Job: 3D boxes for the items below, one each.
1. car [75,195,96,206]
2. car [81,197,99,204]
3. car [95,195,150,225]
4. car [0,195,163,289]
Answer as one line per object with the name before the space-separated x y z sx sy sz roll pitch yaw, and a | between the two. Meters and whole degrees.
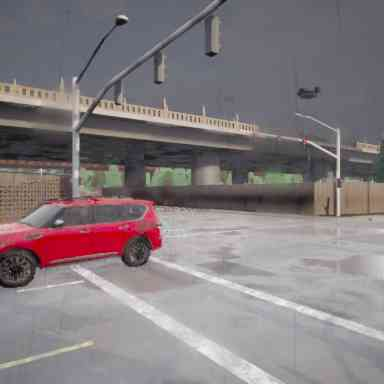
car | -17.957 1.406 55.783 2.097 1.767 4.553 0 0 -36
car | -19.747 1.619 64.291 1.994 1.385 4.181 0 0 -36
car | -5.602 1.278 26.175 2.150 2.045 5.566 0 0 -36
car | -3.422 1.222 9.631 5.566 2.045 2.150 0 1 -42
